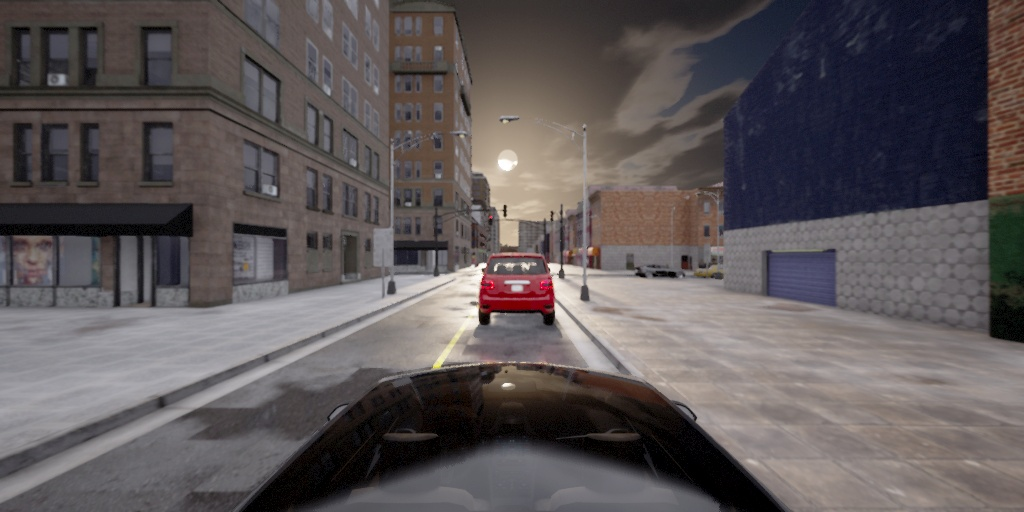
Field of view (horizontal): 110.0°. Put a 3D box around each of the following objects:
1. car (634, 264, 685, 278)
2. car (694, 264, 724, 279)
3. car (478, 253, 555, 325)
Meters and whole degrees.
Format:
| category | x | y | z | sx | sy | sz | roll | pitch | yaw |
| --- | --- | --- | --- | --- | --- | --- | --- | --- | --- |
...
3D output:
| category | x | y | z | sx | sy | sz | roll | pitch | yaw |
| --- | --- | --- | --- | --- | --- | --- | --- | --- | --- |
| car | 13.325 | 1.391 | 32.466 | 4.313 | 1.339 | 1.948 | 0 | 0 | 0 |
| car | 19.118 | 1.395 | 32.458 | 4.829 | 1.417 | 1.751 | 0 | 0 | 0 |
| car | 0.137 | 0.948 | 11.915 | 2.150 | 2.045 | 5.566 | 0 | -1 | 0 |
